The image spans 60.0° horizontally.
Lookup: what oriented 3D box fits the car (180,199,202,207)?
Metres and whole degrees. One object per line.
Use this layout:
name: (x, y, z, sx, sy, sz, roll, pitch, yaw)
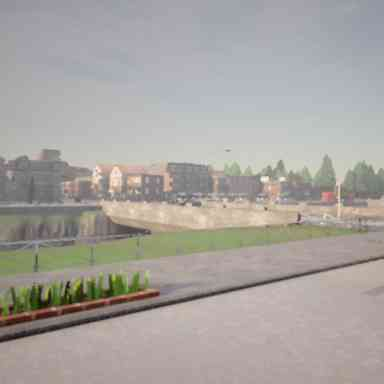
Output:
car: (-0.162, 1.863, 53.884, 1.812, 1.442, 4.674, 1, 0, -36)
